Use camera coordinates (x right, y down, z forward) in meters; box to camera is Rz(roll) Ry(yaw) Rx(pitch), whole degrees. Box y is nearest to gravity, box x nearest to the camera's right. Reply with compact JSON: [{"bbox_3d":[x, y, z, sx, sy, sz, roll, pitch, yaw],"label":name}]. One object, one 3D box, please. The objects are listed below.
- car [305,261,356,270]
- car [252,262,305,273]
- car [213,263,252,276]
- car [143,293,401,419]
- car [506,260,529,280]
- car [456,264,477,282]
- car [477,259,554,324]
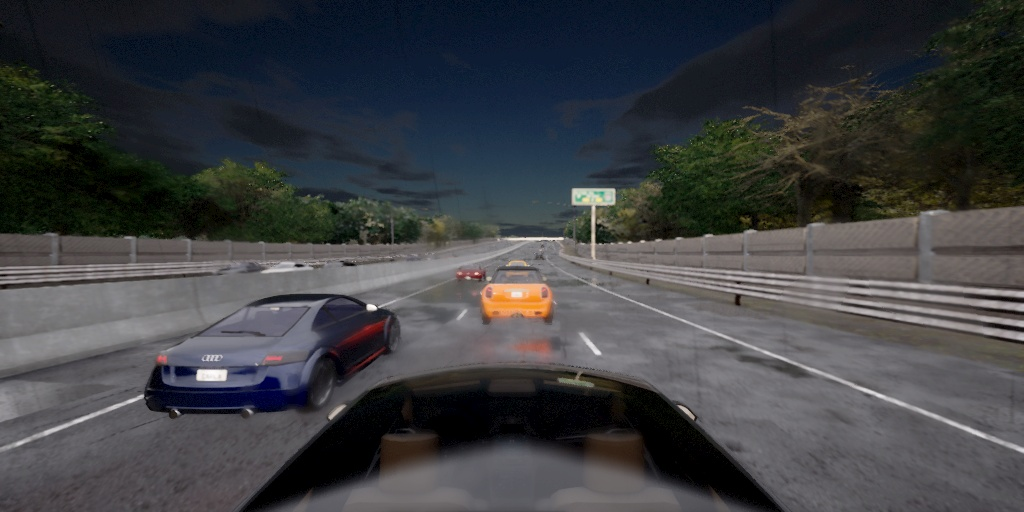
[{"bbox_3d":[-13.772,1.193,28.224,1.837,1.490,4.892,0,0,1],"label":"car"},{"bbox_3d":[-17.283,1.215,27.769,1.812,1.442,4.674,0,0,1],"label":"car"},{"bbox_3d":[-20.782,1.251,27.786,1.994,1.385,4.181,0,0,1],"label":"car"},{"bbox_3d":[-3.375,1.312,6.047,1.994,1.385,4.181,0,0,0],"label":"car"},{"bbox_3d":[0.496,1.151,31.056,1.882,1.535,5.008,0,1,1],"label":"car"},{"bbox_3d":[-3.079,1.297,28.117,1.895,1.301,4.718,0,0,1],"label":"car"},{"bbox_3d":[0.166,1.101,12.171,2.097,1.767,4.553,0,0,0],"label":"car"}]
